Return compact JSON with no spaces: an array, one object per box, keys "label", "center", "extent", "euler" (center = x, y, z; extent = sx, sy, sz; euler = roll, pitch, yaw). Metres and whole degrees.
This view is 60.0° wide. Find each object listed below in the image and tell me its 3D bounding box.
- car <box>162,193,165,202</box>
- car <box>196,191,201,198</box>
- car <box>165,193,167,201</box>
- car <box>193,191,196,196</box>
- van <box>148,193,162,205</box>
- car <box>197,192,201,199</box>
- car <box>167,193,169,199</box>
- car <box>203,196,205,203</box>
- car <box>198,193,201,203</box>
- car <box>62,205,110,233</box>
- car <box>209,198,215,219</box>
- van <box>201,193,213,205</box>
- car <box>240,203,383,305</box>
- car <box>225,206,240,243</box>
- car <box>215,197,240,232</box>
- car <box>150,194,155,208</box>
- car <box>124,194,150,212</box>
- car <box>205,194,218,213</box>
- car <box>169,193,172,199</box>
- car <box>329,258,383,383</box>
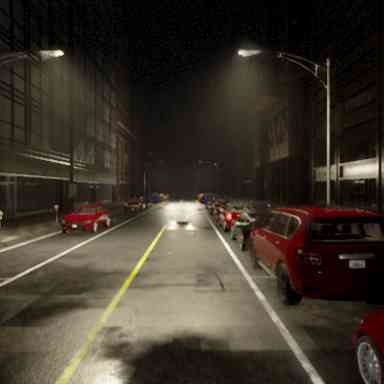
[{"label":"car","center":[-6.255,1.228,58.185],"extent":[1.887,1.381,4.507],"euler":[0,0,0]},{"label":"car","center":[2.222,1.051,63.866],"extent":[1.967,1.590,4.097],"euler":[0,0,0]},{"label":"car","center":[-6.302,1.195,63.786],"extent":[1.887,1.381,4.507],"euler":[0,0,0]},{"label":"car","center":[2.033,1.026,86.273],"extent":[1.887,1.381,4.507],"euler":[0,0,0]},{"label":"van","center":[-6.209,1.057,52.582],"extent":[1.690,1.788,3.998],"euler":[0,0,0]},{"label":"car","center":[2.270,1.188,58.266],"extent":[1.887,1.381,4.507],"euler":[0,0,0]},{"label":"car","center":[-6.348,1.144,69.218],"extent":[1.752,1.417,4.829],"euler":[0,0,0]},{"label":"car","center":[2.460,1.356,35.859],"extent":[1.802,1.307,4.206],"euler":[0,0,0]},{"label":"car","center":[2.317,1.221,52.663],"extent":[1.887,1.381,4.507],"euler":[0,0,0]},{"label":"car","center":[-5.923,1.457,18.972],"extent":[1.887,1.381,4.507],"euler":[0,0,0]},{"label":"car","center":[2.554,1.406,24.656],"extent":[1.947,1.339,4.313],"euler":[0,0,0]},{"label":"van","center":[2.410,1.083,41.459],"extent":[1.690,1.788,3.998],"euler":[0,0,0]},{"label":"car","center":[2.694,1.254,7.850],"extent":[2.192,1.841,5.009],"euler":[0,0,0]},{"label":"car","center":[2.649,1.472,13.454],"extent":[1.947,1.339,4.313],"euler":[0,0,0]},{"label":"car","center":[2.601,1.313,19.054],"extent":[1.967,1.590,4.097],"euler":[0,0,0]},{"label":"car","center":[-6.113,1.326,41.378],"extent":[1.887,1.381,4.507],"euler":[0,0,0]},{"label":"car","center":[-6.066,1.254,35.777],"extent":[1.967,1.590,4.097],"euler":[0,0,0]},{"label":"car","center":[2.506,1.247,30.257],"extent":[1.967,1.590,4.097],"euler":[0,0,0]},{"label":"car","center":[-6.445,0.993,80.592],"extent":[1.967,1.590,4.097],"euler":[0,0,0]},{"label":"car","center":[2.744,1.555,2.251],"extent":[1.802,1.307,4.206],"euler":[0,0,0]}]
